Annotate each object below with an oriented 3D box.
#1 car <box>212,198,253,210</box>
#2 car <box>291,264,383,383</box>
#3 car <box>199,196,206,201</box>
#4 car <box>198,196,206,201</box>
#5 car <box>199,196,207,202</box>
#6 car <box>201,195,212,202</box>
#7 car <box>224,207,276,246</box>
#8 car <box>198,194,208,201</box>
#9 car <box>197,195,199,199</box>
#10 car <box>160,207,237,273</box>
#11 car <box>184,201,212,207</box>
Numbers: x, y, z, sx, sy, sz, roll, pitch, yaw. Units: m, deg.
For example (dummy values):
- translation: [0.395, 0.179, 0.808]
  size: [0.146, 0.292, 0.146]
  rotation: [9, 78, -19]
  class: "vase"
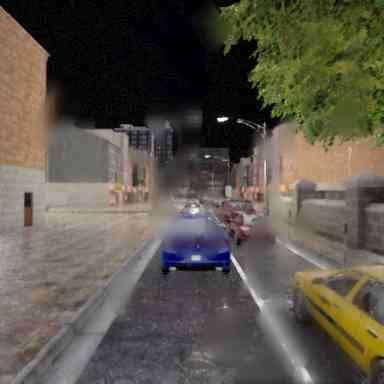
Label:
- translation: [2.651, 1.311, 20.524]
  size: [2.192, 1.841, 5.009]
  rotation: [1, 0, 0]
  class: "car"
- translation: [2.647, 1.523, 4.346]
  size: [1.752, 1.417, 4.829]
  rotation: [1, 0, 0]
  class: "car"
- translation: [2.652, 1.707, 85.016]
  size: [1.802, 1.307, 4.206]
  rotation: [0, 0, 0]
  class: "car"
- translation: [2.652, 1.696, 90.453]
  size: [2.008, 1.369, 4.403]
  rotation: [0, 0, 0]
  class: "car"
- translation: [2.651, 1.688, 79.578]
  size: [1.802, 1.307, 4.206]
  rotation: [0, 0, 0]
  class: "car"
- translation: [2.650, 1.569, 46.954]
  size: [1.887, 1.381, 4.507]
  rotation: [1, 0, 0]
  class: "car"
- translation: [2.647, 1.577, 15.075]
  size: [1.802, 1.307, 4.206]
  rotation: [1, 0, 0]
  class: "car"
- translation: [2.651, 1.604, 63.266]
  size: [1.887, 1.381, 4.507]
  rotation: [0, 0, 0]
  class: "car"
- translation: [2.653, 1.389, 68.704]
  size: [2.192, 1.841, 5.009]
  rotation: [0, 0, 0]
  class: "car"
- translation: [0.100, 1.472, 10.647]
  size: [1.882, 1.535, 5.008]
  rotation: [0, 0, 0]
  class: "car"
- translation: [0.102, 1.544, 21.270]
  size: [2.033, 1.411, 5.357]
  rotation: [0, 0, 0]
  class: "car"
